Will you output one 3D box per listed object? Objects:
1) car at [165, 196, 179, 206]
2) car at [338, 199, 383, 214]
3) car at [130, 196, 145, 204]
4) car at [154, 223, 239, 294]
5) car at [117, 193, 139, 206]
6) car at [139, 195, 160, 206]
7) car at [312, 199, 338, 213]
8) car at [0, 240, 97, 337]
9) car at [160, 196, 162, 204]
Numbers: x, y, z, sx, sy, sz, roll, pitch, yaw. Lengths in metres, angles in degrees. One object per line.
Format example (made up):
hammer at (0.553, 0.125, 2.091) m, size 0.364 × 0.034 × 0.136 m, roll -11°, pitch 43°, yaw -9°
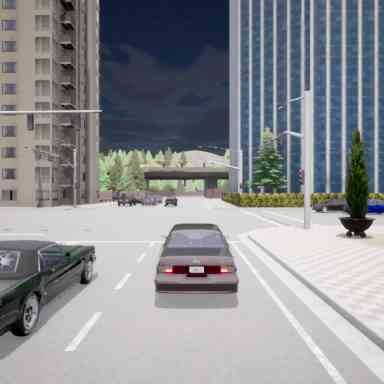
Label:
car at (-3.317, 1.505, 54.507) m, size 1.837 × 1.490 × 4.892 m, roll 0°, pitch 0°, yaw 1°
car at (17.628, 1.478, 33.014) m, size 5.008 × 1.535 × 1.882 m, roll 0°, pitch 0°, yaw 0°
car at (-10.394, 1.547, 64.101) m, size 2.033 × 1.411 × 5.357 m, roll 0°, pitch 0°, yaw 1°
car at (0.096, 1.547, 8.943) m, size 2.033 × 1.411 × 5.357 m, roll 0°, pitch 0°, yaw 0°
car at (-10.466, 1.221, 53.861) m, size 2.150 × 2.045 × 5.566 m, roll 0°, pitch 0°, yaw 0°
car at (-6.959, 1.352, 54.827) m, size 2.097 × 1.767 × 4.553 m, roll 0°, pitch 0°, yaw 0°
car at (15.677, 1.505, 36.499) m, size 4.892 × 1.490 × 1.837 m, roll 0°, pitch 0°, yaw 0°
car at (-3.423, 1.601, 6.606) m, size 1.895 × 1.301 × 4.718 m, roll 0°, pitch 0°, yaw 1°
car at (-6.899, 1.352, 63.716) m, size 2.097 × 1.767 × 4.553 m, roll 0°, pitch 0°, yaw 1°
